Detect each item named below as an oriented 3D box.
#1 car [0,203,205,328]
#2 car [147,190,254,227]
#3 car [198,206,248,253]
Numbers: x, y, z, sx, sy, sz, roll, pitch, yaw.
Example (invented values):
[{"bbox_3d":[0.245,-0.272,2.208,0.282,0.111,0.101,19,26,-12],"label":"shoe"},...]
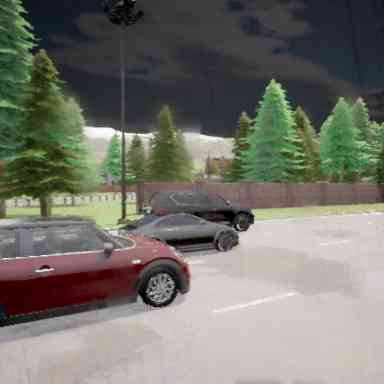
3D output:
[{"bbox_3d":[-2.293,1.248,6.219,4.553,1.767,2.097,-1,1,-31],"label":"car"},{"bbox_3d":[0.381,0.947,15.966,5.566,2.045,2.150,0,1,-31],"label":"car"},{"bbox_3d":[-0.452,1.369,11.399,4.181,1.385,1.994,-1,1,-31],"label":"car"}]
